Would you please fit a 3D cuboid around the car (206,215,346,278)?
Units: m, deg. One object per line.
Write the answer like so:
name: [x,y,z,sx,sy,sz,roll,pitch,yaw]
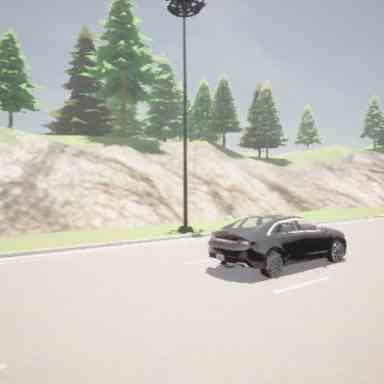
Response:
car: [2.686,1.433,9.961,4.902,1.511,2.128,-1,0,-36]
